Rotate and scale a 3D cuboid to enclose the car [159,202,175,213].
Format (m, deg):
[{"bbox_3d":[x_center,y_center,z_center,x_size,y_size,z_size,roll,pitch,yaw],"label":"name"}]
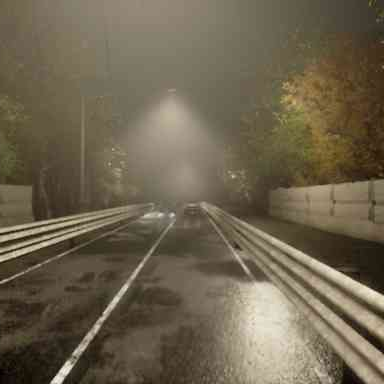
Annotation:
[{"bbox_3d":[-3.280,2.015,43.693,1.812,1.442,4.674,0,-1,0],"label":"car"}]

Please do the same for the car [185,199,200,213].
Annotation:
[{"bbox_3d":[0.096,1.901,46.699,2.097,1.767,4.553,0,-1,1],"label":"car"}]

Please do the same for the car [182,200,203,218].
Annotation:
[{"bbox_3d":[0.052,1.821,34.085,2.128,1.511,4.902,0,-1,0],"label":"car"}]
